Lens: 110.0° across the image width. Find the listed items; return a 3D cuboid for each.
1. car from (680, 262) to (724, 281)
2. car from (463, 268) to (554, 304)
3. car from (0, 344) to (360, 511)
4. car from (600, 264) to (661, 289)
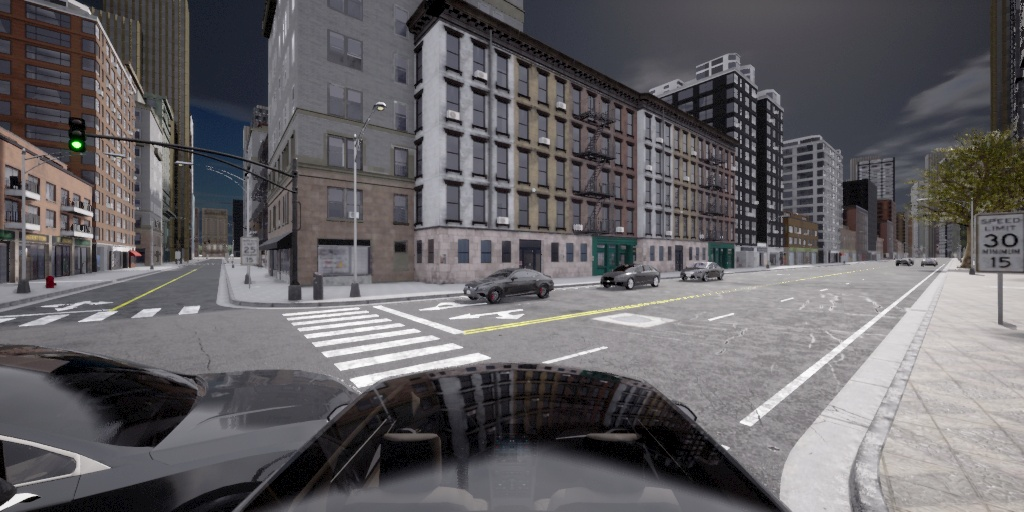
[{"bbox_3d":[15.662,1.236,29.443,4.902,1.511,2.128,0,0,-39],"label":"car"},{"bbox_3d":[-0.039,1.287,16.748,4.674,1.442,1.812,0,0,-39],"label":"car"},{"bbox_3d":[-3.222,1.257,1.776,4.892,1.490,1.837,0,0,-35],"label":"car"},{"bbox_3d":[7.652,1.258,22.972,4.892,1.490,1.837,0,0,-39],"label":"car"}]
